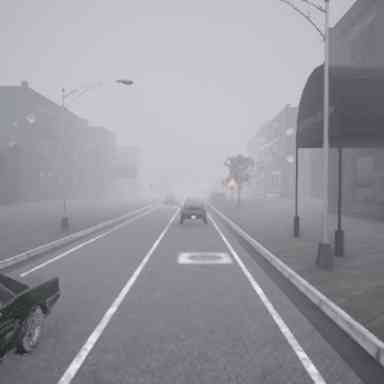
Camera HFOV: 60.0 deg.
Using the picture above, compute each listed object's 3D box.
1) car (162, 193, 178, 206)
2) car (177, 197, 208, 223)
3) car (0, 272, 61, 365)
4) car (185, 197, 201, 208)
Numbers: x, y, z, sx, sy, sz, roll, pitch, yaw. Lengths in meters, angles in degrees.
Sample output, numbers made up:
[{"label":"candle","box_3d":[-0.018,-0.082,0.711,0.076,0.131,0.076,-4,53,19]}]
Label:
[{"label":"car","box_3d":[-3.070,1.013,47.931,2.097,1.767,4.553,0,1,0]},{"label":"car","box_3d":[0.101,1.371,23.914,1.837,1.490,4.892,0,0,0]},{"label":"car","box_3d":[-3.100,1.587,3.285,1.895,1.301,4.718,0,0,0]},{"label":"car","box_3d":[0.101,1.302,42.339,1.895,1.301,4.718,0,0,0]}]
